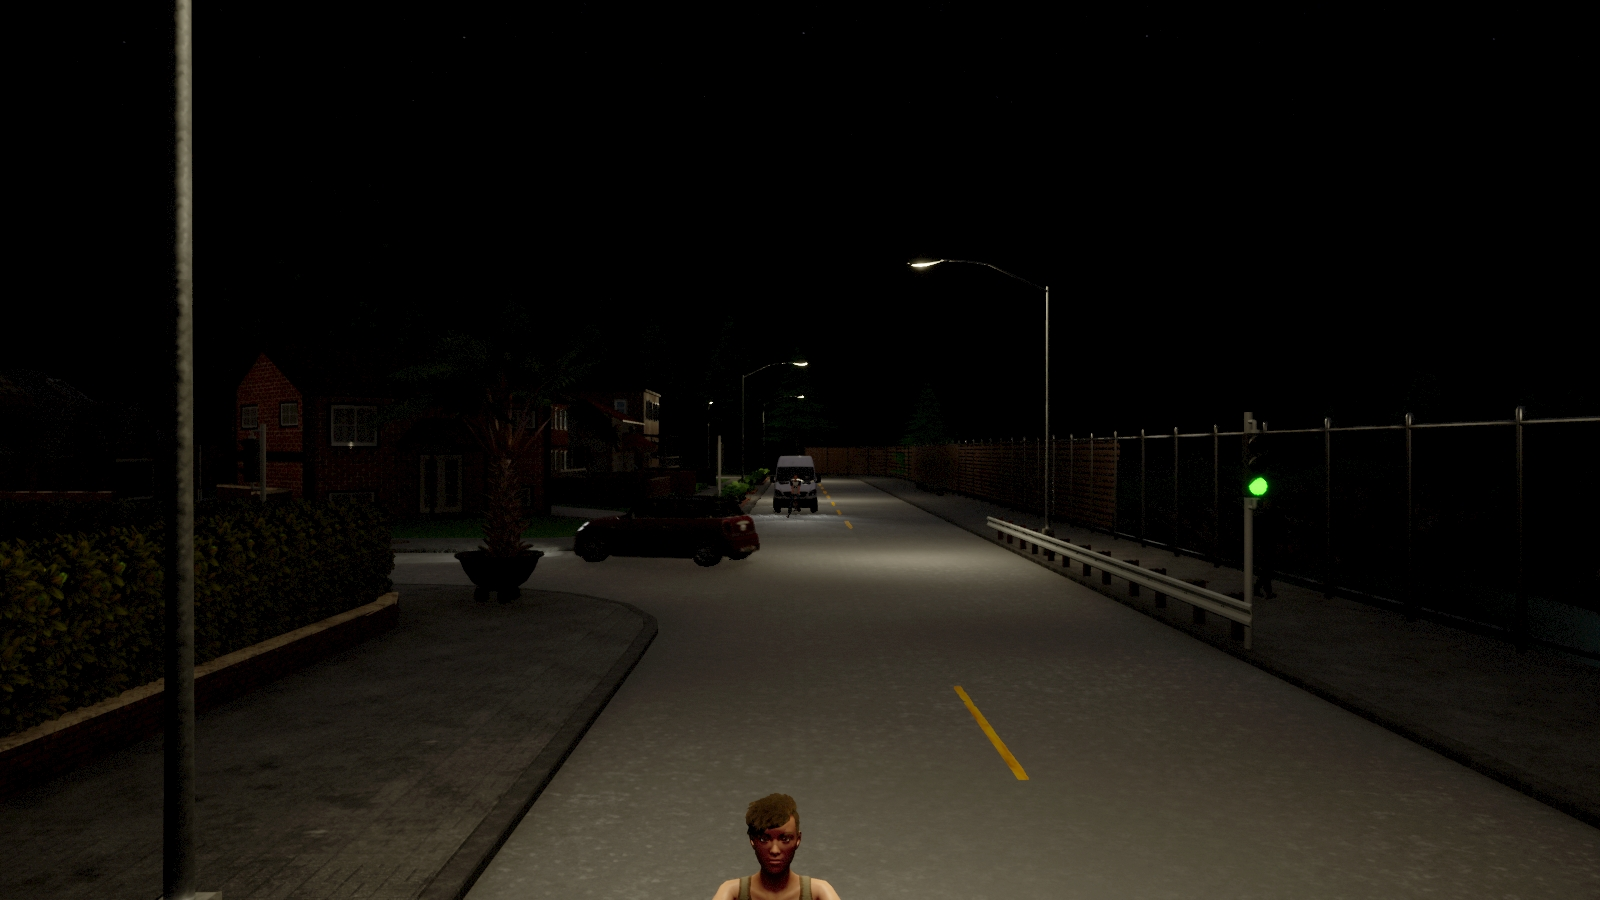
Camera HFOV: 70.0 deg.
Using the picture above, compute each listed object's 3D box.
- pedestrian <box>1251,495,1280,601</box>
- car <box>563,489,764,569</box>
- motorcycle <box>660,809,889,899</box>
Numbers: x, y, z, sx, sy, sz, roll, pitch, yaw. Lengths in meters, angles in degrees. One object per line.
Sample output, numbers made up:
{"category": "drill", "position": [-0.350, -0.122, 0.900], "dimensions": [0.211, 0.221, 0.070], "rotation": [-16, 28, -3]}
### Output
{"category": "pedestrian", "position": [8.345, 1.752, 20.500], "dimensions": [0.375, 1.860, 0.375], "rotation": [0, 0, 1]}
{"category": "car", "position": [-3.417, 1.916, 28.718], "dimensions": [4.553, 1.767, 2.097], "rotation": [0, 0, 20]}
{"category": "motorcycle", "position": [-0.084, 2.157, 3.590], "dimensions": [0.764, 1.307, 2.356], "rotation": [0, 0, -1]}
